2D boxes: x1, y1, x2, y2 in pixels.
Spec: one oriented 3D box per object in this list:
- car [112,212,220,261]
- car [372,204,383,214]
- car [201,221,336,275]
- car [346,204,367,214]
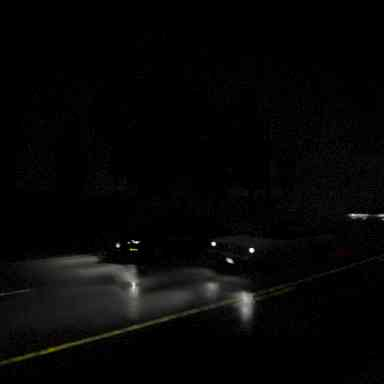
[{"bbox_3d":[-0.622,1.570,12.663,4.892,1.490,1.837,1,-1,-41],"label":"car"},{"bbox_3d":[26.668,2.393,46.285,1.994,1.385,4.181,0,-1,13],"label":"car"},{"bbox_3d":[2.746,1.673,10.896,4.718,1.301,1.895,1,-1,-41],"label":"car"},{"bbox_3d":[23.294,2.416,47.213,1.994,1.385,4.181,0,-1,13],"label":"car"}]
